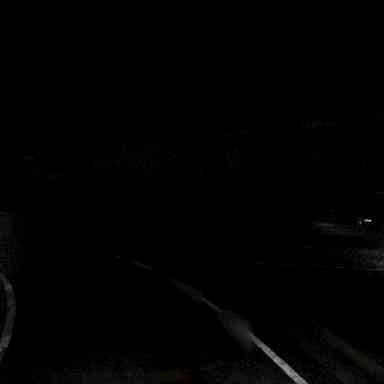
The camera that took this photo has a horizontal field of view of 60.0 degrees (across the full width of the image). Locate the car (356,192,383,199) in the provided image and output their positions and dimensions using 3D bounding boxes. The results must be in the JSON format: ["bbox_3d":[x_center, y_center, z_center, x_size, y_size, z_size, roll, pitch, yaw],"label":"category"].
[{"bbox_3d":[12.934,1.010,23.596,5.566,2.045,2.150,0,0,15],"label":"car"}]

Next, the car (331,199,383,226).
[{"bbox_3d":[11.663,1.363,20.317,5.357,1.411,2.033,0,0,15],"label":"car"}]

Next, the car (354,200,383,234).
[{"bbox_3d":[11.182,1.348,16.823,4.892,1.490,1.837,0,0,15],"label":"car"}]
